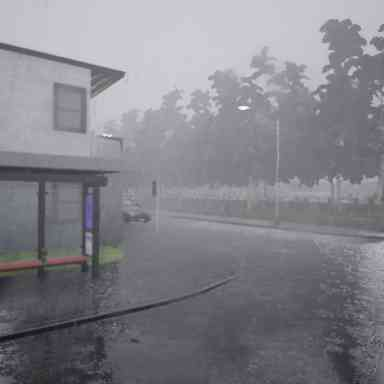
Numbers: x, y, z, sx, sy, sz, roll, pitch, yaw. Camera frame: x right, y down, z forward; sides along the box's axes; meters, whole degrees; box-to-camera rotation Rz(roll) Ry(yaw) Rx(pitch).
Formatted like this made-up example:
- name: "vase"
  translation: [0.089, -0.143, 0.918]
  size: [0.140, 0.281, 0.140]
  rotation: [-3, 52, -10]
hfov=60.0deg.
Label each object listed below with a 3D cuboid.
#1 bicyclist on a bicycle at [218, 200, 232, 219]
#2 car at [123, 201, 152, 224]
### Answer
- name: "bicyclist on a bicycle"
  translation: [2.917, 1.550, 29.456]
  size: [1.656, 1.620, 0.582]
  rotation: [0, 0, -36]
- name: "car"
  translation: [-5.149, 1.661, 26.318]
  size: [2.033, 1.411, 5.357]
  rotation: [1, 0, -35]
